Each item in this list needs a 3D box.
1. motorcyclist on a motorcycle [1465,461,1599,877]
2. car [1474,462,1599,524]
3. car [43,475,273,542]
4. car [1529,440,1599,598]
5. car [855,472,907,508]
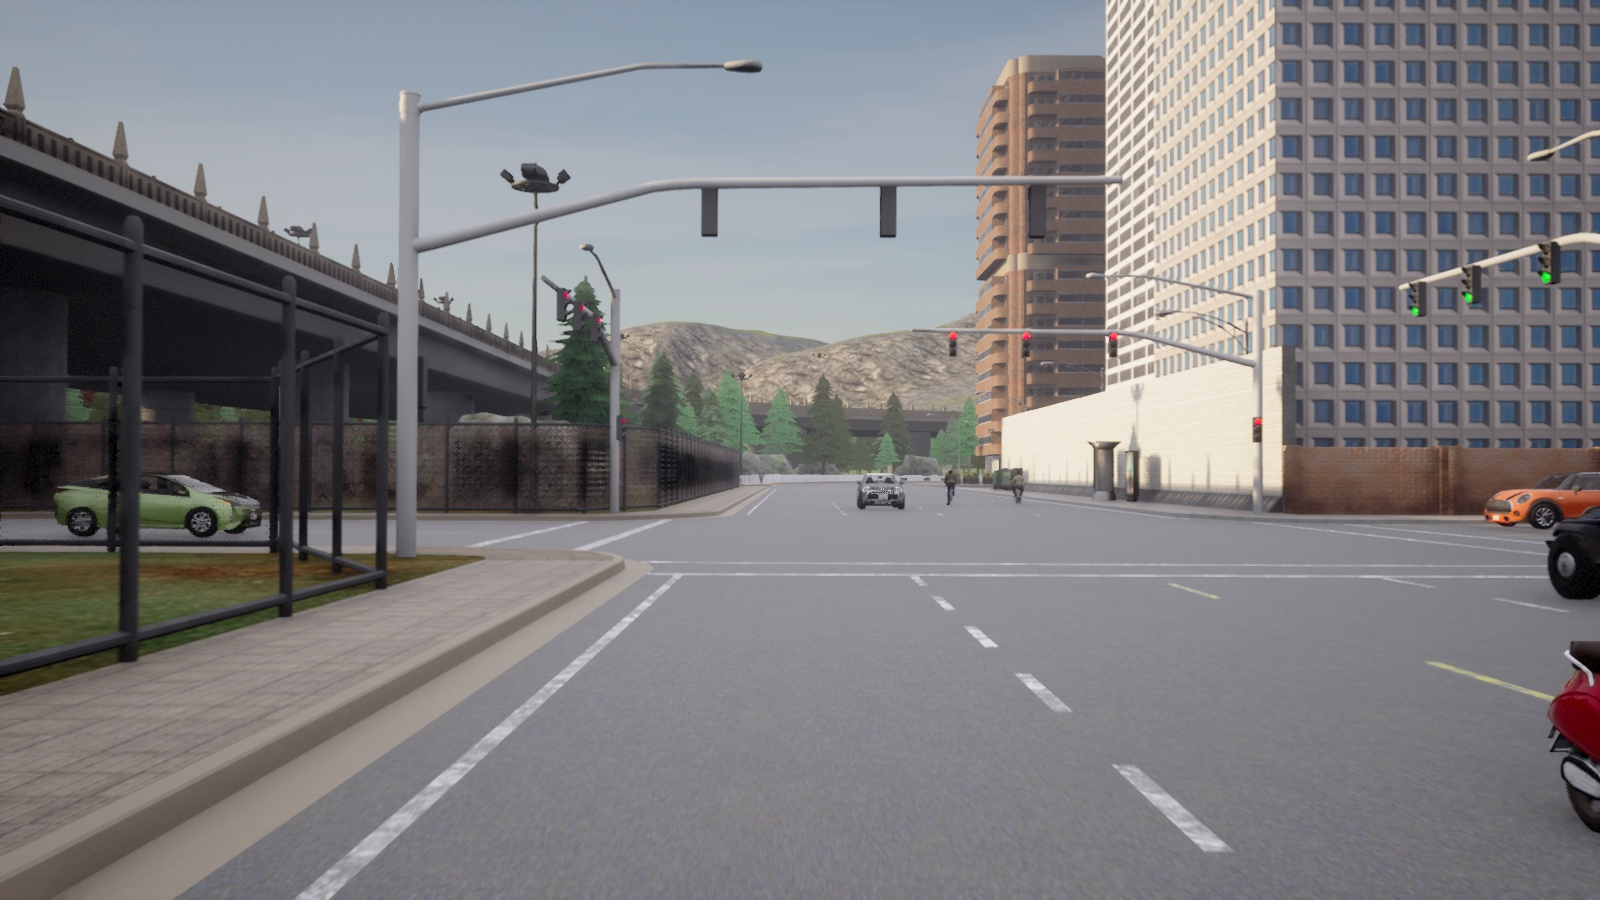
[{"bbox_3d":[3.488,0.835,4.836,0.866,1.590,1.817,0,-1,0],"label":"motorcyclist on a motorcycle"},{"bbox_3d":[22.955,1.264,37.484,4.553,1.767,2.097,0,-1,0],"label":"car"},{"bbox_3d":[-15.394,1.386,30.301,4.514,1.525,2.007,0,-1,0],"label":"car"},{"bbox_3d":[10.463,0.810,14.423,1.905,1.878,3.866,0,-1,0],"label":"car"},{"bbox_3d":[3.370,1.651,52.842,1.970,1.475,3.806,0,-1,0],"label":"car"}]
